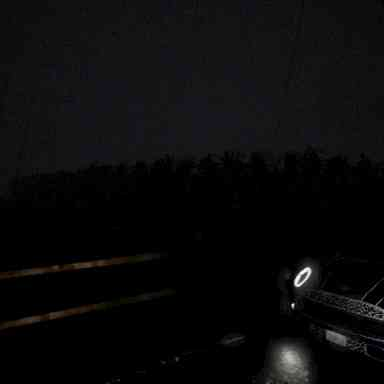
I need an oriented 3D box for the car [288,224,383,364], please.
[{"bbox_3d":[3.749,1.358,5.742,4.553,1.767,2.097,0,0,-35],"label":"car"}]
